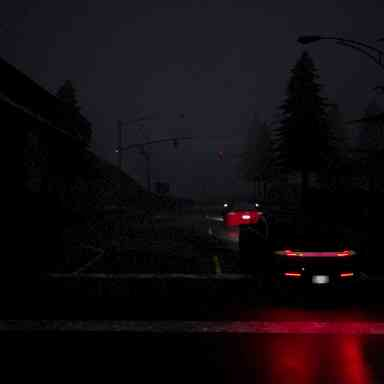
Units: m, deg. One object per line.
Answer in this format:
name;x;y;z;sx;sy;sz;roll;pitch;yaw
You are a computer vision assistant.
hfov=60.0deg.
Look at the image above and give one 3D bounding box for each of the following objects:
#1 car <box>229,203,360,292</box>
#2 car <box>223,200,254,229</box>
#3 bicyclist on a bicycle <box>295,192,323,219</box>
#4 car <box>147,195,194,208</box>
car;2.298;1.247;8.248;2.128;1.511;4.902;0;2;1
car;2.739;1.137;18.194;1.994;1.385;4.181;-1;2;3
bicyclist on a bicycle;6.590;0.852;18.778;1.656;1.620;0.582;0;1;2
car;-2.152;0.979;34.550;4.718;1.301;1.895;0;1;2
